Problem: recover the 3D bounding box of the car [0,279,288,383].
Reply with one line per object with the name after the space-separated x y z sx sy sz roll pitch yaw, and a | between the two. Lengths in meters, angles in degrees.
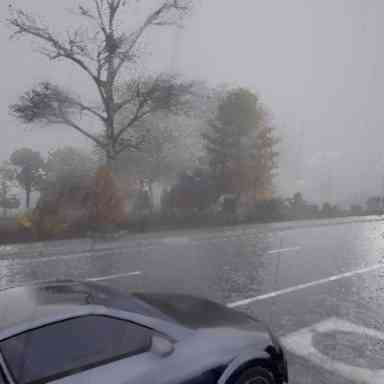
-1.057 1.564 3.020 4.181 1.385 1.994 0 0 -35 | car
